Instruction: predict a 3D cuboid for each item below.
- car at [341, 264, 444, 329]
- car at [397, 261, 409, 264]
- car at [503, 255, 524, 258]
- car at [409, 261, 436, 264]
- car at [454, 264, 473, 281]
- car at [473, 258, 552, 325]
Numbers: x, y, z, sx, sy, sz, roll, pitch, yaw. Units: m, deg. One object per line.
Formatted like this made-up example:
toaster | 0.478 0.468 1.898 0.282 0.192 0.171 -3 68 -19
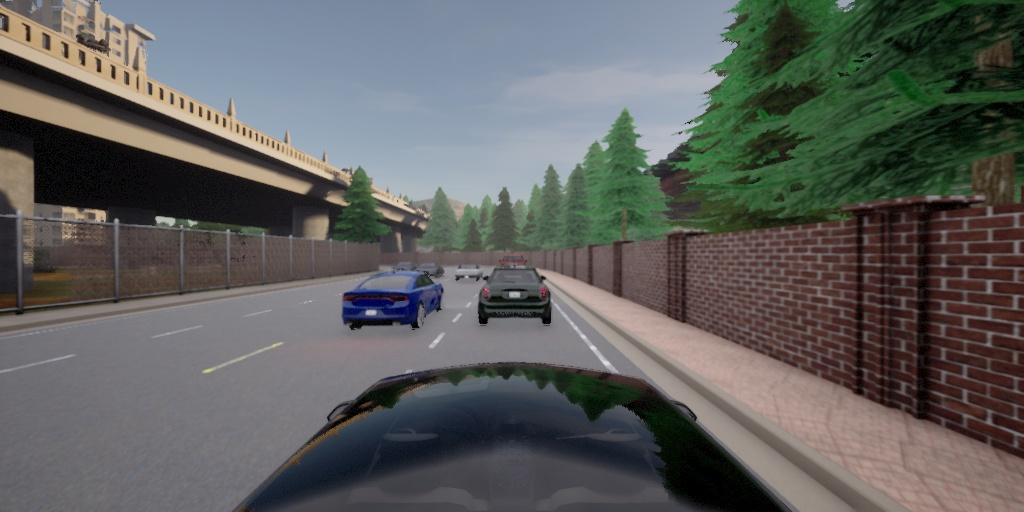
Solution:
car | -3.420 1.204 11.200 1.882 1.535 5.008 0 1 0
car | -10.682 1.227 36.274 1.994 1.385 4.181 0 0 -1
car | 0.092 0.901 29.913 2.150 2.045 5.566 0 0 0
car | -7.133 1.240 31.021 1.994 1.385 4.181 0 0 0
car | -3.411 1.282 29.270 1.895 1.301 4.718 0 0 0
car | 0.086 1.076 11.911 2.097 1.767 4.553 0 0 0
